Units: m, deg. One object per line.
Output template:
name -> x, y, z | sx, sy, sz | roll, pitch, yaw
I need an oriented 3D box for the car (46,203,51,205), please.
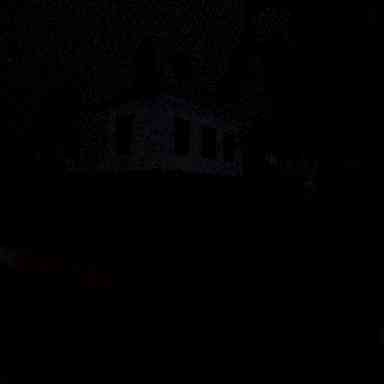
car -> -12.681, 1.331, 33.817 | 2.128, 1.511, 4.902 | 0, 0, 23
